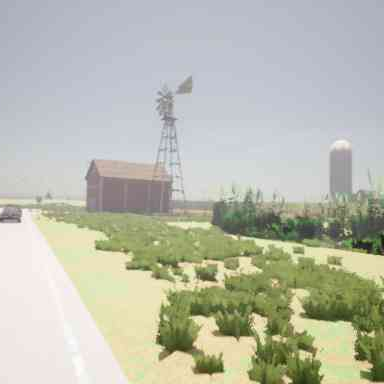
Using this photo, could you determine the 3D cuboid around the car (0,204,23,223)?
[{"bbox_3d":[-18.175,2.277,33.419,2.033,1.411,5.357,3,-2,-27],"label":"car"}]
